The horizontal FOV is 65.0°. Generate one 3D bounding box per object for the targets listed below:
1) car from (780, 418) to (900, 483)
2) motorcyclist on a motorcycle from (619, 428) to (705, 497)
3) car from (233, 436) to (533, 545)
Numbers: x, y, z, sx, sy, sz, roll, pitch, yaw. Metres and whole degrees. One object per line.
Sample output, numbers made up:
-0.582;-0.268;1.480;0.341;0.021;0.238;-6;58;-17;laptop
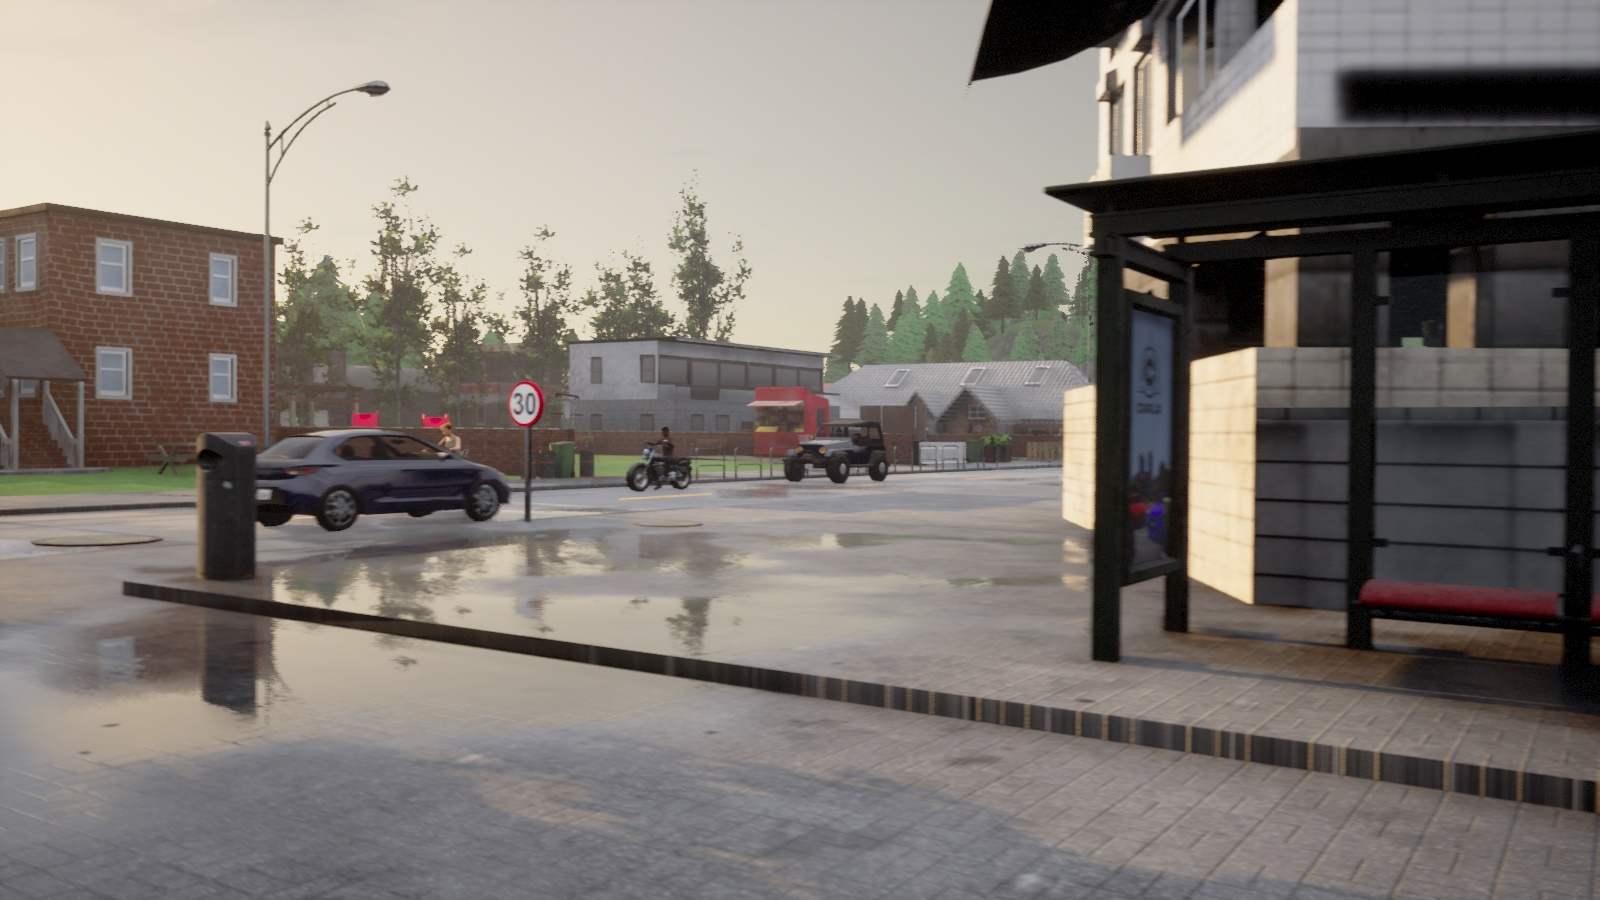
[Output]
1.280;-0.007;38.310;1.905;1.878;3.866;0;1;33;car
-3.412;0.286;31.239;0.766;1.649;2.350;0;1;34;motorcyclist on a motorcycle
-6.358;0.535;19.593;1.816;1.474;4.193;0;1;33;car
